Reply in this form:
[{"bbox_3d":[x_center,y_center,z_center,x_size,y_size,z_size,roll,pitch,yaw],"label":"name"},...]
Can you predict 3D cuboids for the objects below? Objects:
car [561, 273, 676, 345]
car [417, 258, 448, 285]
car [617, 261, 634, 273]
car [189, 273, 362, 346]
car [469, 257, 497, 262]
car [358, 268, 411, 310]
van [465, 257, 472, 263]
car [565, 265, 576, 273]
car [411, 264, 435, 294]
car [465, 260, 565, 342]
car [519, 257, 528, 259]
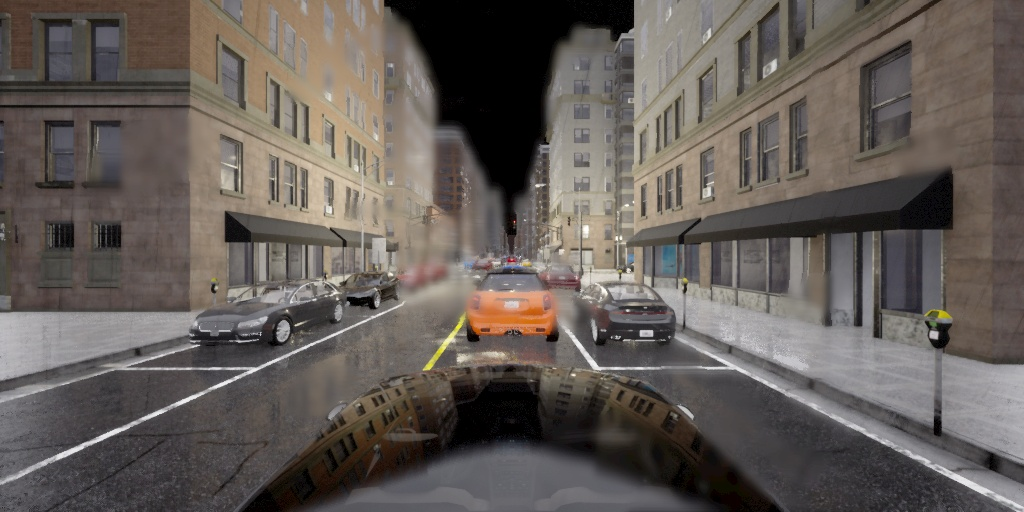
[{"bbox_3d":[2.664,1.300,9.289,2.007,1.370,4.403,0,0,0],"label":"car"},{"bbox_3d":[-5.875,1.062,25.831,2.192,1.841,5.009,0,0,0],"label":"car"},{"bbox_3d":[14.536,1.239,40.974,4.892,1.490,1.837,0,0,1],"label":"car"},{"bbox_3d":[-5.862,1.300,9.259,2.007,1.370,4.403,0,0,0],"label":"car"},{"bbox_3d":[-3.743,1.218,47.368,1.882,1.535,5.008,0,0,8],"label":"car"},{"bbox_3d":[-5.866,1.315,14.784,1.948,1.339,4.313,0,0,0],"label":"car"},{"bbox_3d":[-5.895,1.080,52.779,1.690,1.789,3.998,0,0,0],"label":"van"},{"bbox_3d":[2.656,1.188,20.340,1.967,1.591,4.097,0,0,0],"label":"car"},{"bbox_3d":[-5.870,1.330,20.308,1.802,1.307,4.207,0,0,0],"label":"car"},{"bbox_3d":[0.014,1.102,9.948,2.097,1.767,4.553,0,0,0],"label":"car"},{"bbox_3d":[2.622,1.261,64.171,1.751,1.417,4.829,0,0,0],"label":"car"}]
